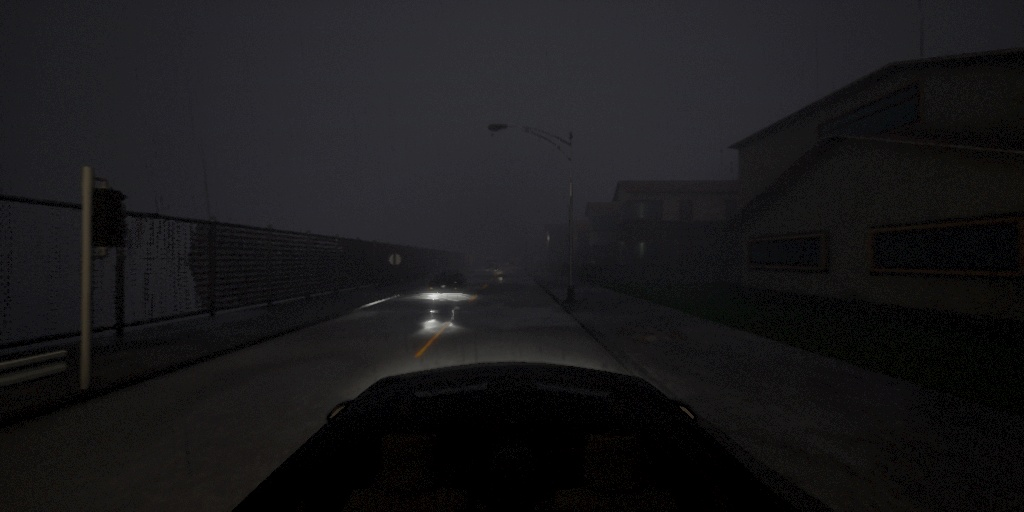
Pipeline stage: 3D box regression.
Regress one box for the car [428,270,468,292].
[{"bbox_3d":[-4.014,1.574,22.943,1.994,1.385,4.181,0,0,0],"label":"car"}]
